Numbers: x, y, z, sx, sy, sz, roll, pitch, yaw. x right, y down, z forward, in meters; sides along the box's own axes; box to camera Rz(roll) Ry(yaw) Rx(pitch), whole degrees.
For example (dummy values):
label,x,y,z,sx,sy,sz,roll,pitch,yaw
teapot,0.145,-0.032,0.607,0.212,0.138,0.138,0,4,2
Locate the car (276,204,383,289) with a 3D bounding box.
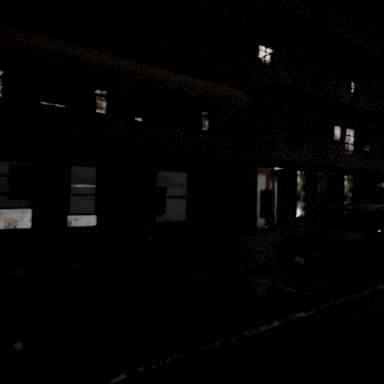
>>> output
label,x,y,z,sx,sy,sz,roll,pitch,yaw
car,4.616,1.299,9.366,5.009,1.841,2.192,0,2,-35
